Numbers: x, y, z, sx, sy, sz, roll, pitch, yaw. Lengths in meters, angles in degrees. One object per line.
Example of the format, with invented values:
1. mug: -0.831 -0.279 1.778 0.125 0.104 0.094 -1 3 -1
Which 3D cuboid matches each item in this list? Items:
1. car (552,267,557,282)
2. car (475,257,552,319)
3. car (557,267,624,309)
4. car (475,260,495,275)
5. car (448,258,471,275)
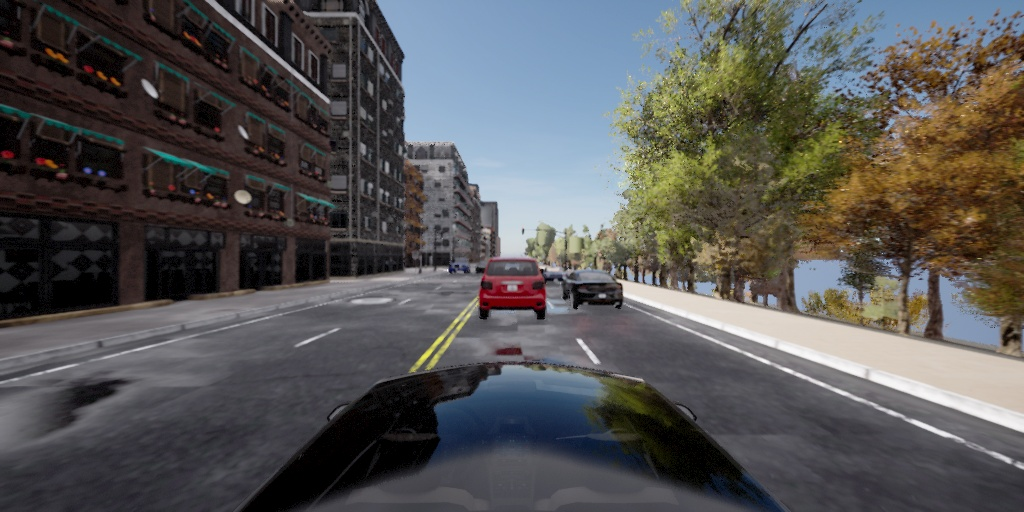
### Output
1. car: 3.278 1.511 28.762 1.895 1.301 4.718 0 0 1
2. car: 0.027 1.040 13.278 2.150 2.045 5.566 0 0 0
3. car: 3.298 1.307 15.471 1.882 1.535 5.008 0 0 0
4. car: -3.310 1.359 44.252 2.097 1.767 4.553 0 0 0
5. car: -6.546 1.238 45.375 2.150 2.045 5.566 0 -1 1
